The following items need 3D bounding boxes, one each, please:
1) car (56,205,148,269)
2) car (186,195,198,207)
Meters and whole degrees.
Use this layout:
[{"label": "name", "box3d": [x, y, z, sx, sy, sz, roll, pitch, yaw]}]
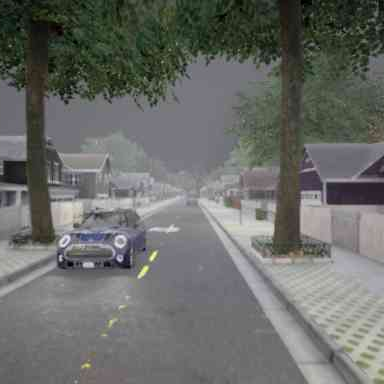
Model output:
[{"label": "car", "box3d": [-2.777, 1.379, 11.236, 2.097, 1.767, 4.553, 0, 0, 0]}, {"label": "car", "box3d": [0.002, 1.648, 55.000, 2.128, 1.511, 4.902, 0, 0, 0]}]
